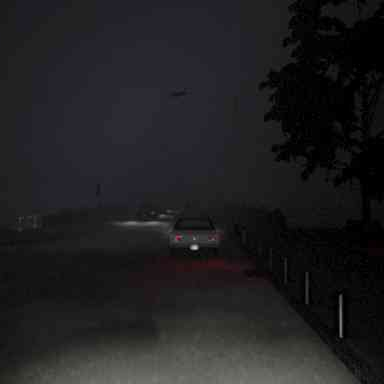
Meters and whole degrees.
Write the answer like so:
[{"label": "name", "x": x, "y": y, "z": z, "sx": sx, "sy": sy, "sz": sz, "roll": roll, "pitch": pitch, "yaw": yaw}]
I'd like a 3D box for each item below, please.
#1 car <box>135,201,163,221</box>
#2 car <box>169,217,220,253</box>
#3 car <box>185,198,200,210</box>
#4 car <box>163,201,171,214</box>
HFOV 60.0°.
[{"label": "car", "x": -4.110, "y": 1.812, "z": 30.979, "sx": 1.837, "sy": 1.490, "sz": 4.892, "roll": 0, "pitch": -1, "yaw": 0}, {"label": "car", "x": 0.088, "y": 1.744, "z": 14.328, "sx": 1.895, "sy": 1.301, "sz": 4.718, "roll": 0, "pitch": -1, "yaw": 0}, {"label": "car", "x": 0.076, "y": 1.854, "z": 50.624, "sx": 2.097, "sy": 1.767, "sz": 4.553, "roll": 0, "pitch": -1, "yaw": 0}, {"label": "car", "x": -4.090, "y": 1.950, "z": 40.676, "sx": 2.033, "sy": 1.411, "sz": 5.357, "roll": 0, "pitch": -1, "yaw": 0}]
